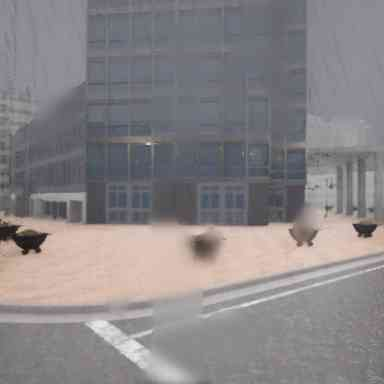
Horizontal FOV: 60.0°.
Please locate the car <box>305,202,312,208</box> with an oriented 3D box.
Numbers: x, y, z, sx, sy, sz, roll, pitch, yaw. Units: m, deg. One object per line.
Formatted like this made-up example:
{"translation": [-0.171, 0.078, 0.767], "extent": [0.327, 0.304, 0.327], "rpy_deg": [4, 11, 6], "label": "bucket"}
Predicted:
{"translation": [27.883, 3.172, 83.863], "extent": [1.837, 1.490, 4.892], "rpy_deg": [1, -1, -37], "label": "car"}
